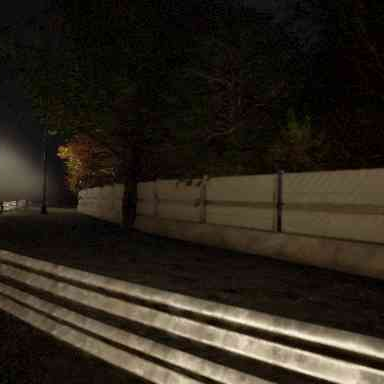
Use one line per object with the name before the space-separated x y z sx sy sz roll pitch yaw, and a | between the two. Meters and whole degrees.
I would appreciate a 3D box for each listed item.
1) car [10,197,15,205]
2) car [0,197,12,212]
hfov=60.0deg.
car | -36.922 1.789 66.876 1.882 1.535 5.008 2 -2 -20
car | -24.070 1.716 41.010 1.882 1.535 5.008 2 -1 -19
